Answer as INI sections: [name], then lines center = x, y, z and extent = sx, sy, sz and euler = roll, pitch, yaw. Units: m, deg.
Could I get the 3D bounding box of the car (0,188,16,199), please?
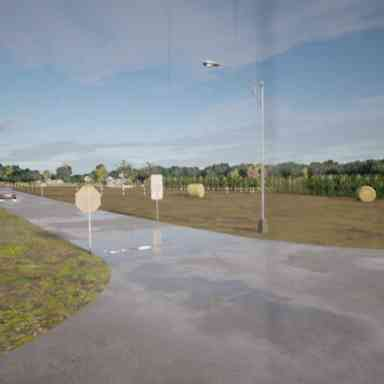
[car]
center = -25.243, 0.171, 45.222
extent = 1.812, 1.442, 4.674
euler = -2, 3, -36
